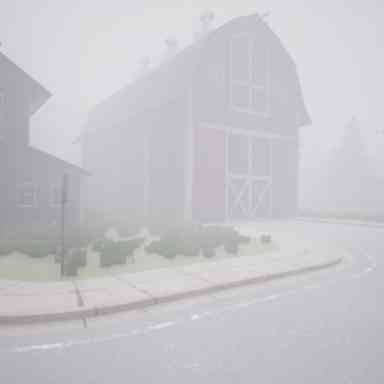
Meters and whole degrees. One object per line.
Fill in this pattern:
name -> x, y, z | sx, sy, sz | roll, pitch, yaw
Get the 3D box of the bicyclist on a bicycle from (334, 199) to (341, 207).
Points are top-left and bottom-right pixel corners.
bicyclist on a bicycle -> 19.608, 1.686, 44.646 | 1.656, 1.620, 0.582 | 46, -26, -23
